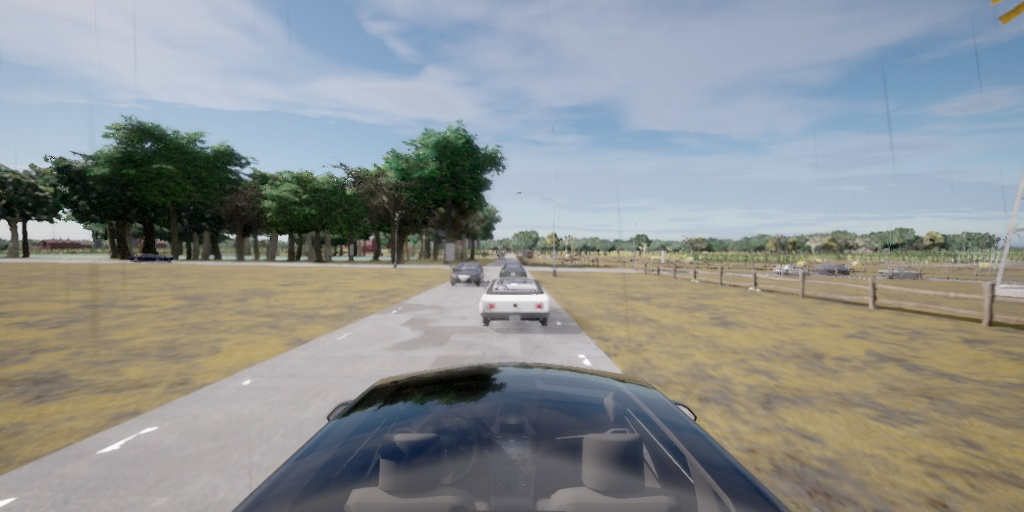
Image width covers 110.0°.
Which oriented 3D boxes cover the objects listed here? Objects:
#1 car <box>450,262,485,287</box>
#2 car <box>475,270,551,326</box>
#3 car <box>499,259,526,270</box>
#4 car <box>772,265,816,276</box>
[{"bbox_3d":[-2.843,1.136,23.666,2.128,1.511,4.902,0,0,0],"label":"car"},{"bbox_3d":[0.090,1.306,11.444,1.895,1.301,4.718,0,0,0],"label":"car"},{"bbox_3d":[0.087,1.190,26.995,1.994,1.385,4.181,0,0,0],"label":"car"},{"bbox_3d":[39.153,2.010,50.266,4.674,1.442,1.812,2,1,0],"label":"car"}]
